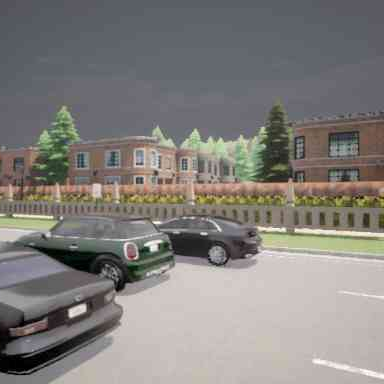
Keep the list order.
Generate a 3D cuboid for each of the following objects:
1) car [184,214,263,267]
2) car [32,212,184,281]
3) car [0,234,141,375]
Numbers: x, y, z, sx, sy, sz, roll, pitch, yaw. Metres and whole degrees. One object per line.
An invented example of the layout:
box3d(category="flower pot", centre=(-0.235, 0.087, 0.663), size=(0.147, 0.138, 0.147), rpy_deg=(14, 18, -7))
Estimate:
box3d(category="car", centre=(-0.042, 1.511, 11.412), size=(4.892, 1.490, 1.837), rpy_deg=(0, 0, 28))
box3d(category="car", centre=(-2.773, 1.357, 8.906), size=(4.553, 1.767, 2.097), rpy_deg=(0, 0, 28))
box3d(category="car", centre=(-3.658, 1.551, 5.408), size=(5.357, 1.411, 2.033), rpy_deg=(0, 0, 28))
